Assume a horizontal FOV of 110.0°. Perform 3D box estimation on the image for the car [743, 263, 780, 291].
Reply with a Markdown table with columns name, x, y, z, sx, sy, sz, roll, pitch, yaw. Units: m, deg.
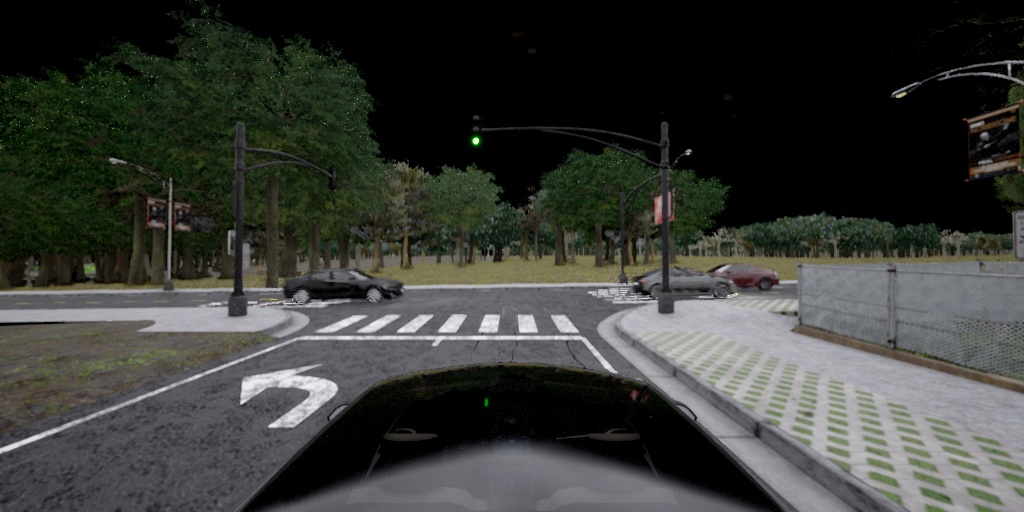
| name | x | y | z | sx | sy | sz | roll | pitch | yaw |
| --- | --- | --- | --- | --- | --- | --- | --- | --- | --- |
| car | 11.762 | 1.132 | 19.328 | 4.674 | 1.442 | 1.812 | -1 | -1 | 0 |

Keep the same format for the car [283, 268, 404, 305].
| name | x | y | z | sx | sy | sz | roll | pitch | yaw |
| --- | --- | --- | --- | --- | --- | --- | --- | --- | --- |
| car | -7.412 | 1.303 | 16.023 | 5.008 | 1.535 | 1.882 | -1 | -1 | 0 |

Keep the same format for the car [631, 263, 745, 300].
| name | x | y | z | sx | sy | sz | roll | pitch | yaw |
| --- | --- | --- | --- | --- | --- | --- | --- | --- | --- |
| car | 7.525 | 1.164 | 15.984 | 4.181 | 1.385 | 1.994 | -1 | -1 | 0 |
